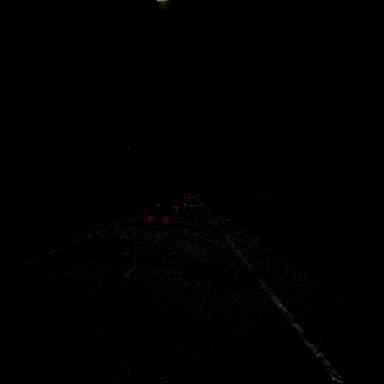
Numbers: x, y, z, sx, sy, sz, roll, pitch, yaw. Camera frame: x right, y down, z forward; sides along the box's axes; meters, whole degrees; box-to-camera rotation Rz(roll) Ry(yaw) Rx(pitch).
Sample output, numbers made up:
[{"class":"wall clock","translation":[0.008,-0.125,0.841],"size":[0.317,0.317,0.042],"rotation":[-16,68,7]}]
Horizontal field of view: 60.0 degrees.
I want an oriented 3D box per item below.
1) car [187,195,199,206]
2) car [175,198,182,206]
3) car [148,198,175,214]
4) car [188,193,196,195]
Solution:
[{"class":"car","translation":[0.090,1.592,56.228],"size":[1.994,1.385,4.181],"rotation":[0,0,0]},{"class":"car","translation":[-2.762,1.628,55.107],"size":[1.895,1.301,4.718],"rotation":[0,0,2]},{"class":"car","translation":[-3.335,1.368,35.417],"size":[2.097,1.767,4.553],"rotation":[0,0,1]},{"class":"car","translation":[-0.011,1.265,73.547],"size":[2.150,2.045,5.566],"rotation":[0,0,0]}]
